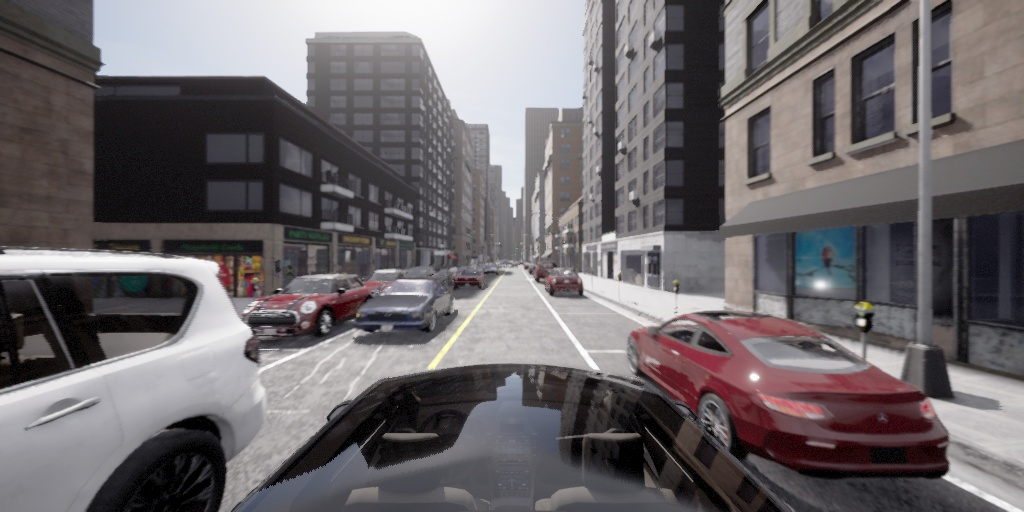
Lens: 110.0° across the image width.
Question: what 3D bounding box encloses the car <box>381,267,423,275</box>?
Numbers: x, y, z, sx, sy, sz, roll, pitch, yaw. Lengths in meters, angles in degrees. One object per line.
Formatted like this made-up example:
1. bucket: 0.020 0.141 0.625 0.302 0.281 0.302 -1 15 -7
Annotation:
1. car: -5.576 1.329 15.875 1.967 1.591 4.097 0 0 0

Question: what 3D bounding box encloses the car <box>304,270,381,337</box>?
1. car: -5.621 1.268 10.345 1.967 1.591 4.097 0 0 0

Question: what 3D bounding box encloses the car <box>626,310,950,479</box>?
1. car: 2.859 1.373 4.770 1.802 1.307 4.207 0 0 0

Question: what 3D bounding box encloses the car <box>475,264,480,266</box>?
1. car: -5.306 1.810 49.056 2.007 1.370 4.403 0 0 0

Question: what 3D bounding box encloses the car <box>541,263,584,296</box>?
1. car: 2.994 1.413 21.356 1.967 1.591 4.097 0 0 0

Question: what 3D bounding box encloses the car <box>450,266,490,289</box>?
1. car: -2.902 1.604 25.579 1.895 1.301 4.718 0 -1 1

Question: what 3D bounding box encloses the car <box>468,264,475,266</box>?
1. car: -5.397 1.701 37.995 1.948 1.339 4.313 0 0 0

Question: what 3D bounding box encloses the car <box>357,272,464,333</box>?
1. car: -3.041 1.395 11.435 2.033 1.411 5.357 0 -1 0

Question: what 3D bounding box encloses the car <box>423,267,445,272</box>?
1. car: -5.532 1.390 21.405 1.967 1.591 4.097 0 0 0

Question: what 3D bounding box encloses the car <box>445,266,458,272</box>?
1. car: -5.487 1.577 26.935 1.948 1.339 4.313 0 0 0

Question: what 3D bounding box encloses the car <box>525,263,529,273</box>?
1. car: 3.219 1.848 49.000 1.948 1.339 4.313 0 0 0

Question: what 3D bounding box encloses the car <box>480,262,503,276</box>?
1. car: -2.651 1.794 47.195 2.033 1.411 5.357 0 -1 0

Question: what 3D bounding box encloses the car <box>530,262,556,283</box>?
1. car: 3.084 1.411 32.414 2.192 1.841 5.009 0 0 0

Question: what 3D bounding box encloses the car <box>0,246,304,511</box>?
1. car: -3.125 0.952 0.657 2.150 2.045 5.566 0 -1 0
